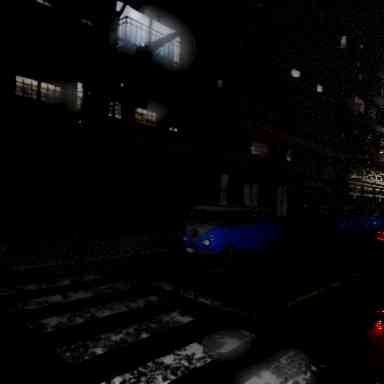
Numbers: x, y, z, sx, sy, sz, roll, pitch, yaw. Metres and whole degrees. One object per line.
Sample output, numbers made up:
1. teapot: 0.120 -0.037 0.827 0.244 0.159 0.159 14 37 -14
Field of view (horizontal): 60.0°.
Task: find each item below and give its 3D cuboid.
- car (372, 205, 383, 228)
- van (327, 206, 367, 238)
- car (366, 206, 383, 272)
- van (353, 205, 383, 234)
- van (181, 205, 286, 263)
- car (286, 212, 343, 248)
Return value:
1. car: 17.158 2.061 27.988 2.192 1.841 5.009 3 0 44
2. van: 9.293 1.722 19.908 1.690 1.788 3.998 3 0 44
3. car: 7.693 1.519 10.651 2.150 2.045 5.566 2 0 44
4. van: 13.225 1.904 23.948 1.690 1.788 3.998 3 0 44
5. van: 1.429 1.359 11.828 1.690 1.788 3.998 3 0 44
6. car: 5.350 1.781 15.869 1.802 1.307 4.206 3 0 44
